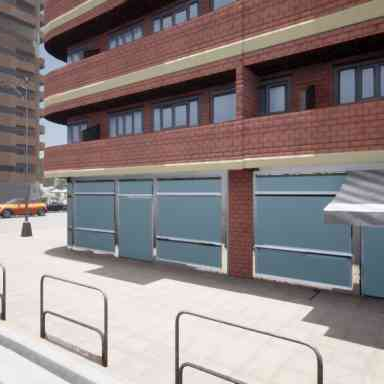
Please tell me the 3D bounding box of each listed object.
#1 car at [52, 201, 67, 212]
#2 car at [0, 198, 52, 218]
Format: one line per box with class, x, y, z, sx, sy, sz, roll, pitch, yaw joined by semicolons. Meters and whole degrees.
car;-15.392;1.601;35.841;1.895;1.301;4.718;0;0;36
car;-15.505;1.352;29.755;2.097;1.767;4.553;0;0;36
